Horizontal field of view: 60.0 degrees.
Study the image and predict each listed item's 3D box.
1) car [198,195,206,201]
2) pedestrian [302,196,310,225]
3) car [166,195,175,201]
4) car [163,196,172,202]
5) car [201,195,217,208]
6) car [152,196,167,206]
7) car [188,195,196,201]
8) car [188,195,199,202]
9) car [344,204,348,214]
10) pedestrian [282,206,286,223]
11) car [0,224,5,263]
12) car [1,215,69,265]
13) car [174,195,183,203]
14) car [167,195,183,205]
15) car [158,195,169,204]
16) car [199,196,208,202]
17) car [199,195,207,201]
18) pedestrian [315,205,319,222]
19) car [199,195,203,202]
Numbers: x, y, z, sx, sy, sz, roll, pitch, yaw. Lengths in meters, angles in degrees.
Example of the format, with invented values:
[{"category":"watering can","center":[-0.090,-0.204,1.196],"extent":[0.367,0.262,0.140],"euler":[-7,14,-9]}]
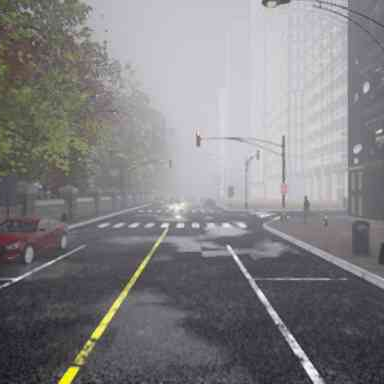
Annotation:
[{"category":"car","center":[2.691,1.520,89.014],"extent":[1.967,1.590,4.097],"euler":[0,0,0]},{"category":"pedestrian","center":[7.135,1.109,20.944],"extent":[0.375,1.860,0.375],"euler":[0,0,0]},{"category":"car","center":[-5.689,1.520,89.013],"extent":[1.967,1.590,4.097],"euler":[0,0,0]},{"category":"car","center":[-5.689,1.586,77.580],"extent":[1.752,1.417,4.829],"euler":[0,0,0]},{"category":"car","center":[2.691,1.592,49.587],"extent":[1.947,1.339,4.313],"euler":[0,0,0]},{"category":"car","center":[-5.690,1.613,55.219],"extent":[1.802,1.307,4.206],"euler":[0,0,0]},{"category":"car","center":[-0.001,1.451,86.873],"extent":[1.837,1.490,4.892],"euler":[0,0,0]},{"category":"car","center":[-0.002,1.646,76.903],"extent":[1.895,1.301,4.718],"euler":[0,0,0]},{"category":"car","center":[14.673,1.282,26.996],"extent":[4.313,1.339,1.947],"euler":[-1,1,0]},{"category":"pedestrian","center":[6.135,1.518,22.142],"extent":[0.500,1.100,0.500],"euler":[0,0,0]},{"category":"car","center":[-5.765,1.552,6.128],"extent":[2.008,1.369,4.403],"euler":[0,0,0]},{"category":"car","center":[-5.817,1.547,11.668],"extent":[1.887,1.381,4.507],"euler":[0,0,0]},{"category":"car","center":[-3.001,1.533,74.974],"extent":[1.882,1.535,5.008],"euler":[0,0,0]},{"category":"car","center":[-3.044,1.527,59.507],"extent":[2.128,1.511,4.902],"euler":[0,0,1]},{"category":"car","center":[-5.689,1.485,66.485],"extent":[1.967,1.590,4.097],"euler":[0,0,0]},{"category":"car","center":[2.691,1.605,77.750],"extent":[1.887,1.381,4.507],"euler":[0,0,0]},{"category":"car","center":[2.691,1.510,83.382],"extent":[1.967,1.590,4.097],"euler":[0,0,0]},{"category":"pedestrian","center":[8.135,1.413,21.543],"extent":[0.500,1.100,0.500],"euler":[0,0,0]},{"category":"car","center":[2.691,1.597,55.220],"extent":[1.947,1.339,4.313],"euler":[0,0,0]}]
